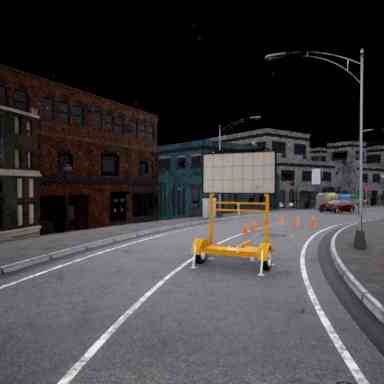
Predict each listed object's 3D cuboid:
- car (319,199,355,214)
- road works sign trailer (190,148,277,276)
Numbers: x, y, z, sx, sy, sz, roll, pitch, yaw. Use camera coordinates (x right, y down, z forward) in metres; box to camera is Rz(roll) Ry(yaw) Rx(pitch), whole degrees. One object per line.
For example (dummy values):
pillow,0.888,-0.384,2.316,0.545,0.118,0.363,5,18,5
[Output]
car,15.459,1.512,35.476,5.008,1.535,1.882,0,1,-39
road works sign trailer,1.521,0.460,10.620,2.380,3.560,2.880,0,0,24
